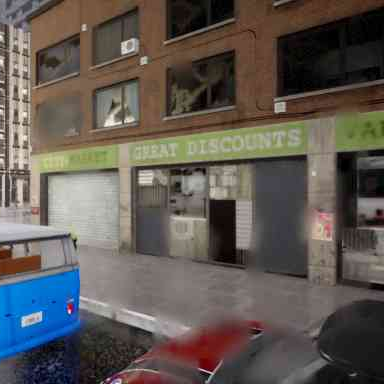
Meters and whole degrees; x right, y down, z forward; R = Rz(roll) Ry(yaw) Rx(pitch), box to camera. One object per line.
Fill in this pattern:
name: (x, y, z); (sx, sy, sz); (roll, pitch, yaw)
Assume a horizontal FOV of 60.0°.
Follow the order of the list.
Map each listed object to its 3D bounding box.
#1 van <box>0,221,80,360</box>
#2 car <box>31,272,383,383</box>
van: (-3.492, 1.343, 5.204); (3.998, 1.788, 1.690); (0, 0, 35)
car: (1.147, 1.440, 1.909); (4.097, 1.590, 1.967); (0, 0, 35)
